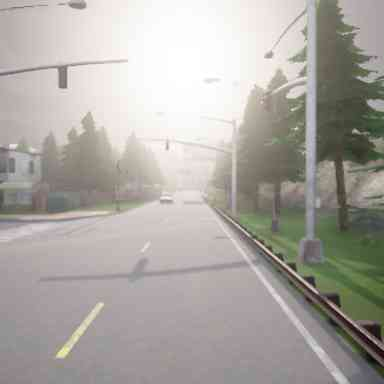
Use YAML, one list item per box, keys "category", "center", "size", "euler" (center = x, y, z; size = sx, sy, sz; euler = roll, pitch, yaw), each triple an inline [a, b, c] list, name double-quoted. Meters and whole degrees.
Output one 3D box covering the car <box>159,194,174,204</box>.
- category: "car"
  center: [-3.520, 0.950, 46.899]
  size: [2.033, 1.411, 5.357]
  euler: [0, 1, 0]
